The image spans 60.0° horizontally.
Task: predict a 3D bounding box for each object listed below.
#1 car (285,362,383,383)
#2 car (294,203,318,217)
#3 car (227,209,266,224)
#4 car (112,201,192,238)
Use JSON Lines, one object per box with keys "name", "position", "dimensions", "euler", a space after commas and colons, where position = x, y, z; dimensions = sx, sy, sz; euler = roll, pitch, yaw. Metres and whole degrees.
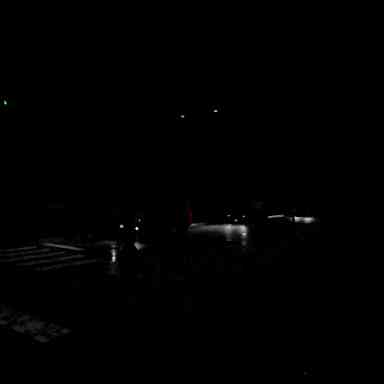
{"name": "car", "position": [2.353, 1.551, 1.274], "dimensions": [4.403, 1.369, 2.008], "euler": [0, 0, 36]}
{"name": "car", "position": [15.302, 2.323, 44.779], "dimensions": [2.097, 1.767, 4.553], "euler": [0, -1, 36]}
{"name": "car", "position": [5.074, 2.201, 30.516], "dimensions": [1.895, 1.301, 4.718], "euler": [0, -1, 35]}
{"name": "car", "position": [-2.213, 1.563, 20.279], "dimensions": [2.150, 2.045, 5.566], "euler": [0, -1, 35]}
